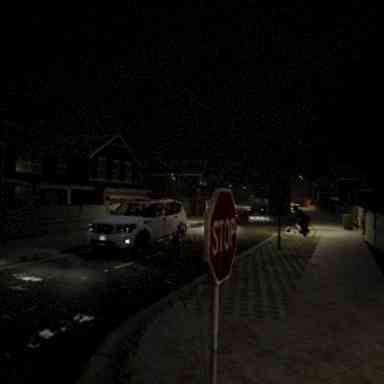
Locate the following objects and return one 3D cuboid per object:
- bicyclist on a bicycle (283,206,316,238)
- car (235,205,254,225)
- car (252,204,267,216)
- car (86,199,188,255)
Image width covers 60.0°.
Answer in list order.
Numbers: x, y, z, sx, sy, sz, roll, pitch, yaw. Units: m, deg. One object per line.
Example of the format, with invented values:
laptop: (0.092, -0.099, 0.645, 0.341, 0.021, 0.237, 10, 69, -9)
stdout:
bicyclist on a bicycle: (5.504, 1.561, 17.111, 1.656, 1.620, 0.582, 0, -1, 24)
car: (3.453, 1.938, 27.500, 1.895, 1.301, 4.718, 1, -1, 22)
car: (7.879, 2.114, 39.814, 1.895, 1.301, 4.718, 1, 0, 17)
car: (-2.090, 1.349, 14.491, 2.150, 2.045, 5.566, 1, -1, 24)
